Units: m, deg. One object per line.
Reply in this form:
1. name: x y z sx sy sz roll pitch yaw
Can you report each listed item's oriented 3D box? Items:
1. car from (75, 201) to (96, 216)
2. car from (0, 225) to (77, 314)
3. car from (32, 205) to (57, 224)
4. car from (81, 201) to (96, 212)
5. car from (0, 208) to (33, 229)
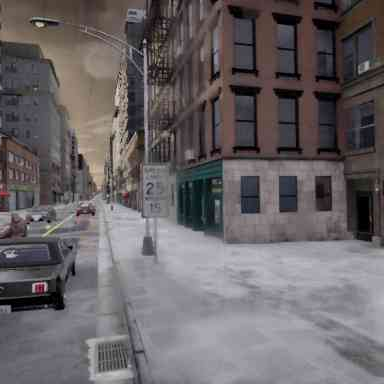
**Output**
1. car: -11.852 1.909 37.194 1.812 1.442 4.674 -1 0 -15
2. car: -3.736 1.677 7.621 1.895 1.301 4.718 -1 0 -15
3. car: -12.447 1.824 27.559 2.128 1.511 4.902 -1 0 -15
4. car: -14.629 2.032 47.095 1.812 1.442 4.674 -1 -1 -15
5. car: -9.299 1.741 16.111 1.812 1.442 4.674 -1 0 -15
